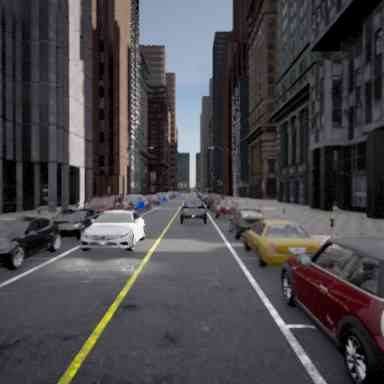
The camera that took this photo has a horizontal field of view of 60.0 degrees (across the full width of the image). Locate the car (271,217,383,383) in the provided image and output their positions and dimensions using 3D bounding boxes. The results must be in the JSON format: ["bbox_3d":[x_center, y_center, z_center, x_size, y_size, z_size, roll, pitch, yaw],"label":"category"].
[{"bbox_3d":[2.760,1.414,5.230,1.967,1.590,4.097,0,0,0],"label":"car"}]

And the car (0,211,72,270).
[{"bbox_3d":[-5.764,1.513,10.856,1.947,1.339,4.313,0,0,0],"label":"car"}]

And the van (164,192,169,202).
[{"bbox_3d":[-5.763,1.044,61.585,1.690,1.788,3.998,0,0,0],"label":"van"}]

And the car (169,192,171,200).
[{"bbox_3d":[-5.762,1.203,67.052,1.752,1.417,4.829,0,0,0],"label":"car"}]

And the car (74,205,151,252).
[{"bbox_3d":[-3.024,1.458,13.666,1.812,1.442,4.674,0,0,1],"label":"car"}]

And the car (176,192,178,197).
[{"bbox_3d":[-5.762,0.893,89.767,2.192,1.841,5.009,0,0,0],"label":"car"}]

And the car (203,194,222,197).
[{"bbox_3d":[2.761,1.126,39.047,2.192,1.841,5.009,0,0,0],"label":"car"}]

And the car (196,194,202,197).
[{"bbox_3d":[0.101,1.380,45.821,1.895,1.301,4.718,0,0,0],"label":"car"}]

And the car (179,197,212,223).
[{"bbox_3d":[0.101,1.374,24.387,2.128,1.511,4.902,0,0,0],"label":"car"}]

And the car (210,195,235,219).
[{"bbox_3d":[2.761,1.305,27.774,1.967,1.590,4.097,0,0,0],"label":"car"}]

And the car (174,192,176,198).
[{"bbox_3d":[-5.762,1.043,84.131,1.967,1.590,4.097,0,0,0],"label":"car"}]

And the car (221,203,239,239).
[{"bbox_3d":[2.761,1.470,16.503,2.008,1.369,4.403,0,0,0],"label":"car"}]

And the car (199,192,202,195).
[{"bbox_3d":[2.762,1.144,61.592,1.967,1.590,4.097,0,0,0],"label":"car"}]

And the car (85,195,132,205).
[{"bbox_3d":[-5.765,1.207,22.127,2.192,1.841,5.009,0,0,0],"label":"car"}]

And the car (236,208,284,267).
[{"bbox_3d":[2.761,1.471,11.037,1.752,1.417,4.829,0,0,0],"label":"car"}]

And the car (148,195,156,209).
[{"bbox_3d":[-5.764,1.251,39.039,1.967,1.590,4.097,0,0,0],"label":"car"}]

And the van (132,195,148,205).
[{"bbox_3d":[-5.764,1.179,33.402,1.690,1.788,3.998,0,0,0],"label":"van"}]

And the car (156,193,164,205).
[{"bbox_3d":[-5.763,1.197,50.312,1.967,1.590,4.097,0,0,0],"label":"car"}]

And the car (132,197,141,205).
[{"bbox_3d":[-5.764,1.410,27.766,1.887,1.381,4.507,0,0,0],"label":"car"}]

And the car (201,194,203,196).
[{"bbox_3d":[2.762,1.323,50.321,1.947,1.339,4.313,0,0,0],"label":"car"}]

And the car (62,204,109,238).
[{"bbox_3d":[-5.764,1.485,16.492,1.947,1.339,4.313,0,0,0],"label":"car"}]

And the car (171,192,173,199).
[{"bbox_3d":[-5.762,1.203,72.858,2.008,1.369,4.403,0,0,0],"label":"car"}]
